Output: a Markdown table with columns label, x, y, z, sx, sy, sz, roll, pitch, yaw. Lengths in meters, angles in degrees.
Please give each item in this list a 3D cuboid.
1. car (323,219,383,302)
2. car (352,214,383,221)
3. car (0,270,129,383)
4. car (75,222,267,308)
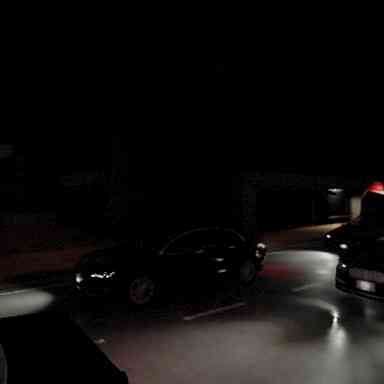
| label | x | y | z | sx | sy | sz | roll | pitch | yaw |
| --- | --- | --- | --- | --- | --- | --- | --- | --- | --- |
| car | 5.299 | 1.537 | 7.755 | 4.902 | 1.511 | 2.128 | 0 | 0 | -35 |
| car | 7.734 | 1.620 | 13.766 | 5.357 | 1.411 | 2.033 | 0 | 0 | -36 |
| car | -2.878 | 1.595 | 1.938 | 4.718 | 1.301 | 1.895 | 0 | 0 | -35 |
| car | -0.293 | 1.528 | 8.074 | 4.892 | 1.490 | 1.837 | 1 | 0 | -35 |
